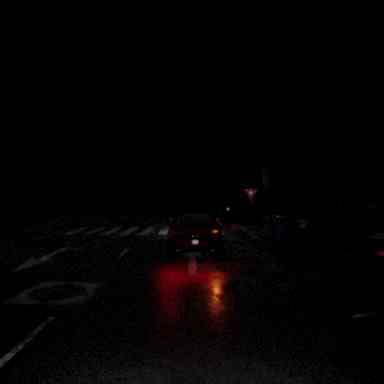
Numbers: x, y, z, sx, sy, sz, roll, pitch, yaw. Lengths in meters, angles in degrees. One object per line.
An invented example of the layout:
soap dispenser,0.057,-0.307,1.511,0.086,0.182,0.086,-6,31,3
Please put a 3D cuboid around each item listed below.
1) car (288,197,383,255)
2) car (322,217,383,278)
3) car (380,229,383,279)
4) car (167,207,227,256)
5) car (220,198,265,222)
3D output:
car,6.029,1.220,11.513,5.566,2.045,2.435,1,0,-20
car,6.002,1.515,8.537,4.674,1.452,2.002,1,0,-20
car,6.007,1.480,5.580,4.892,1.521,2.231,1,0,-20
car,0.102,1.460,13.124,1.882,1.535,5.008,0,0,0
car,4.584,1.548,29.964,2.150,2.045,5.566,1,0,36
